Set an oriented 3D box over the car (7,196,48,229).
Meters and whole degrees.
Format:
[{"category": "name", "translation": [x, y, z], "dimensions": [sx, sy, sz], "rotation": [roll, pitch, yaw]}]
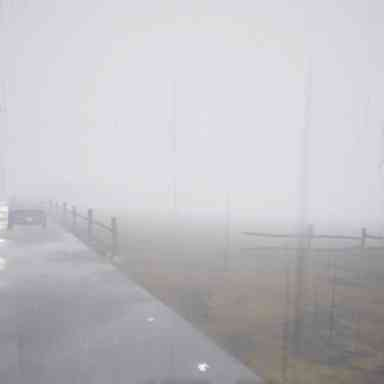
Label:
[{"category": "car", "translation": [-9.535, 1.209, 19.267], "dimensions": [1.882, 1.535, 5.008], "rotation": [2, 0, -29]}]
